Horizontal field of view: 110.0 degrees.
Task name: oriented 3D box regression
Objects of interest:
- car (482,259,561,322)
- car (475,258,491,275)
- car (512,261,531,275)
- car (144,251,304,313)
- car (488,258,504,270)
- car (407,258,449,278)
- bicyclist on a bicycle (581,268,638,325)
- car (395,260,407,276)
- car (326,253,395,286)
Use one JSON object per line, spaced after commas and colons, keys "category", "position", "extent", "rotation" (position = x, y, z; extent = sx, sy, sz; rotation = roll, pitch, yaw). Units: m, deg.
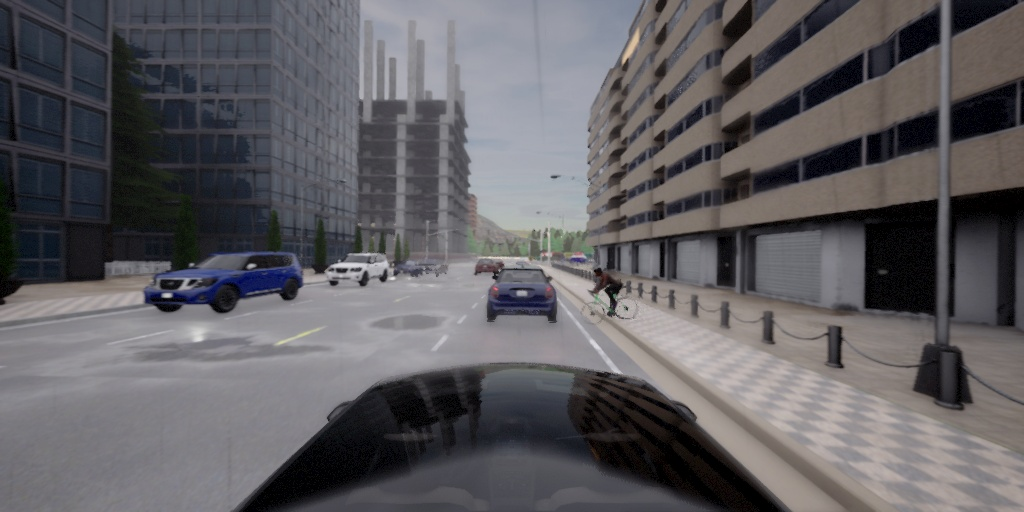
{"category": "car", "position": [0.347, 1.090, 12.385], "extent": [2.097, 1.767, 4.553], "rotation": [1, 0, 2]}
{"category": "car", "position": [-2.529, 1.019, 36.784], "extent": [2.097, 1.767, 4.553], "rotation": [1, 0, 2]}
{"category": "car", "position": [1.048, 1.270, 39.085], "extent": [1.994, 1.385, 4.181], "rotation": [1, 0, 2]}
{"category": "car", "position": [-10.319, 0.833, 13.583], "extent": [2.150, 2.045, 5.566], "rotation": [1, 0, 2]}
{"category": "car", "position": [-2.179, 1.126, 51.053], "extent": [1.882, 1.535, 5.008], "rotation": [1, 0, 2]}
{"category": "car", "position": [-6.310, 0.829, 28.567], "extent": [2.033, 1.411, 5.357], "rotation": [1, 0, 2]}
{"category": "bicyclist on a bicycle", "position": [2.732, 1.128, 10.314], "extent": [1.656, 1.620, 0.582], "rotation": [-9, 0, 2]}
{"category": "car", "position": [-9.714, 1.112, 34.195], "extent": [1.812, 1.442, 4.674], "rotation": [1, 0, 2]}
{"category": "car", "position": [-10.038, 0.820, 23.942], "extent": [2.150, 2.045, 5.566], "rotation": [1, 0, 1]}
